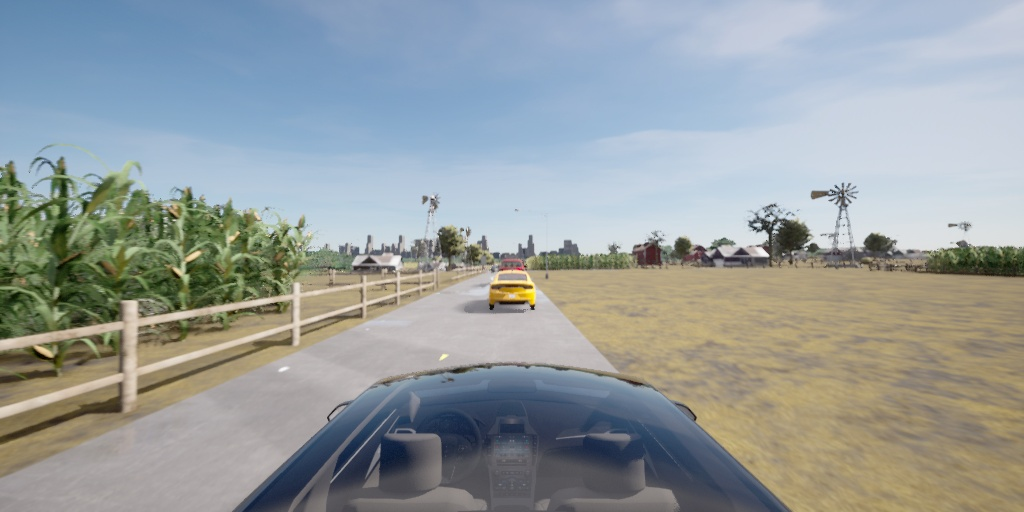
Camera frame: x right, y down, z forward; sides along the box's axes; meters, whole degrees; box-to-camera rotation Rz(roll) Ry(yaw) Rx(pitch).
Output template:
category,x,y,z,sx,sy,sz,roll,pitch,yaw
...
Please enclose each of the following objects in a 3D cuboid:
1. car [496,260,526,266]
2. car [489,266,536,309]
category,x,y,z,sx,sy,sz,roll,pitch,yaw
car,0.000,1.324,29.479,2.150,2.045,5.566,0,-1,0
car,0.022,1.395,16.100,1.882,1.535,5.008,0,0,0
